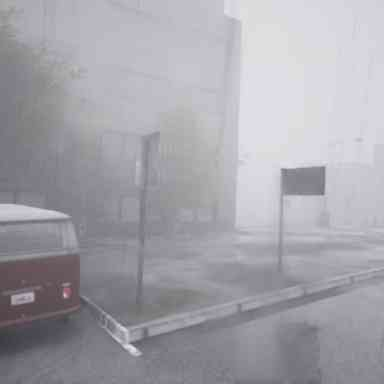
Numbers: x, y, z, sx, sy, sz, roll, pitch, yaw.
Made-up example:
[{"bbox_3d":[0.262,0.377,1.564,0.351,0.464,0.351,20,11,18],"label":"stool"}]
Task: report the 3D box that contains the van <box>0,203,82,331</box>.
[{"bbox_3d":[-3.663,1.253,6.497,1.878,1.987,4.442,0,0,-35],"label":"van"}]
